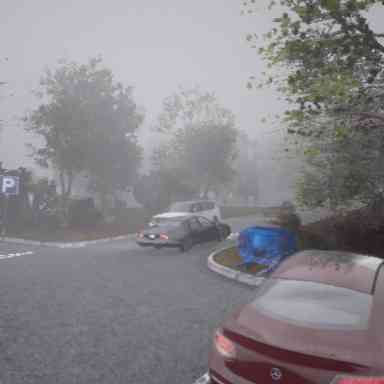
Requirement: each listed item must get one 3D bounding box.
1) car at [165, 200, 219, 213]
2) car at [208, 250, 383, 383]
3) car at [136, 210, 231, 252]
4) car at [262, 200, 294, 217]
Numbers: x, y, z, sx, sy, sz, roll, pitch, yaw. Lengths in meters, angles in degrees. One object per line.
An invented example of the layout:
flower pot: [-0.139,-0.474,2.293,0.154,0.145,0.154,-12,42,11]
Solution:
car: [-0.257,1.576,20.894,2.150,2.045,5.566,-3,-1,35]
car: [1.948,1.519,4.398,2.002,1.452,4.674,0,0,35]
car: [-0.175,1.802,15.401,2.033,1.411,5.357,-3,-1,35]
car: [8.681,1.610,33.260,1.837,1.490,4.892,-3,-1,36]
